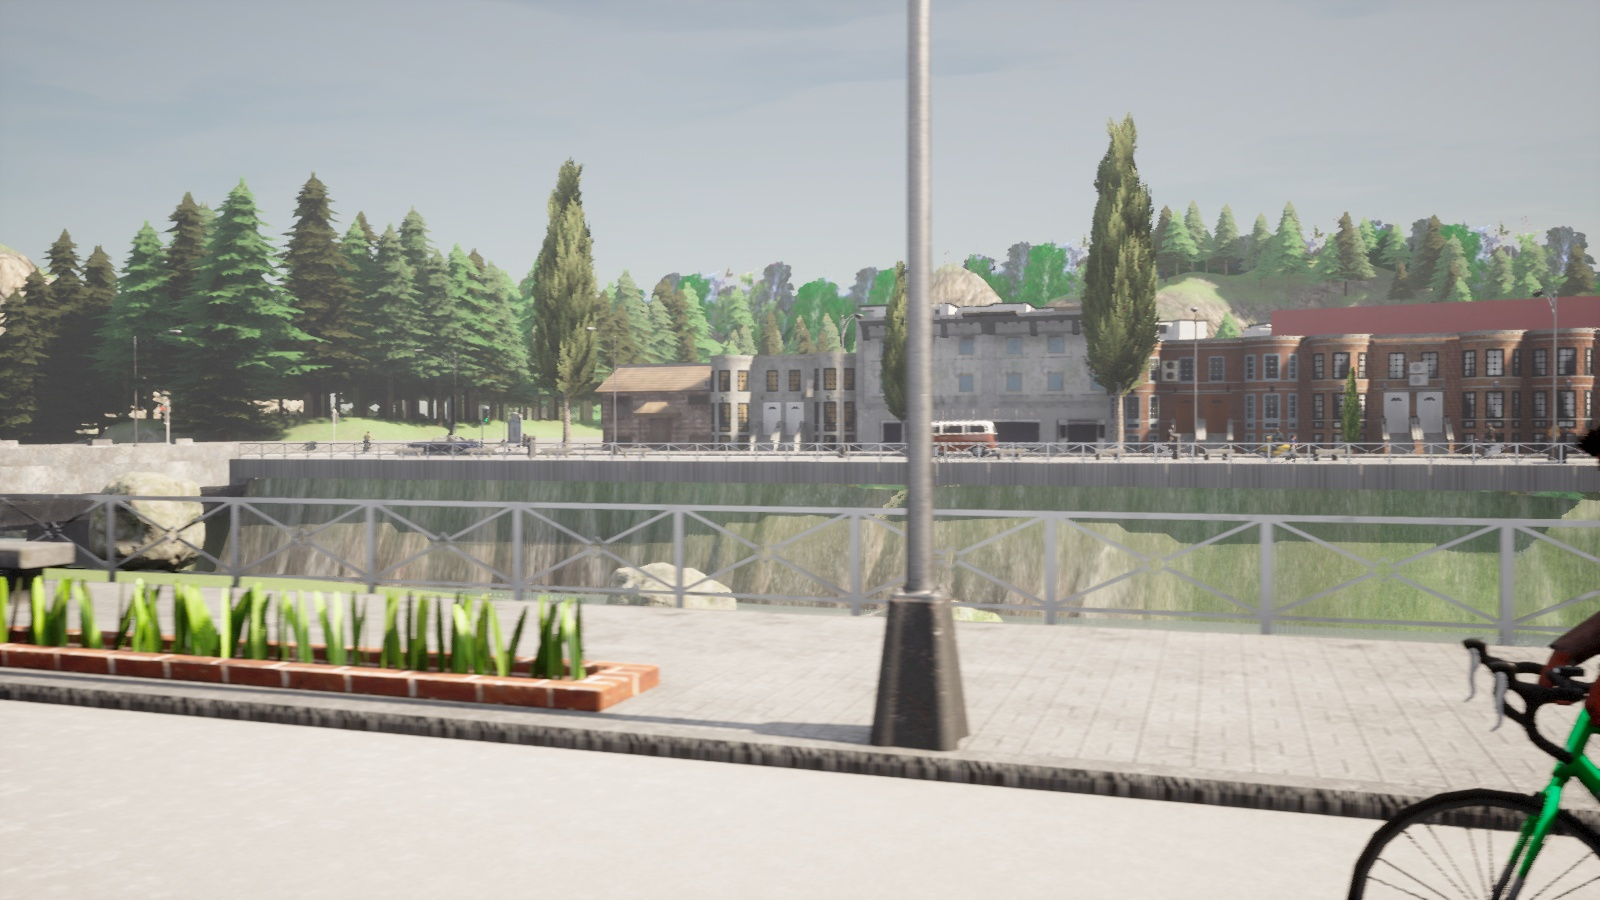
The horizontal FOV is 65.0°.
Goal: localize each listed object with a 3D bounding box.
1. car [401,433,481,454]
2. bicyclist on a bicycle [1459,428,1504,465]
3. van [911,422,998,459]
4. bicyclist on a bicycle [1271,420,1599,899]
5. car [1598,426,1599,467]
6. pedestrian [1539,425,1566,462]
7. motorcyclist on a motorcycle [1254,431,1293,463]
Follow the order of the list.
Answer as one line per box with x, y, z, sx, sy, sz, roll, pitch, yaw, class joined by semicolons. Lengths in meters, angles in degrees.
-23.075;-0.453;80.742;4.718;1.301;1.895;1;1;19;car
33.476;-0.166;61.731;1.843;1.776;0.659;1;1;19;bicyclist on a bicycle
8.639;-0.540;70.077;4.480;2.038;2.069;1;1;19;van
2.036;0.738;3.035;1.656;1.620;0.582;0;1;19;bicyclist on a bicycle
38.072;-0.131;55.967;3.866;1.878;1.905;1;1;19;car
38.373;-0.345;64.028;0.874;1.855;0.900;-1;1;-39;pedestrian
24.412;-0.166;64.779;1.817;1.590;0.866;1;1;19;motorcyclist on a motorcycle
